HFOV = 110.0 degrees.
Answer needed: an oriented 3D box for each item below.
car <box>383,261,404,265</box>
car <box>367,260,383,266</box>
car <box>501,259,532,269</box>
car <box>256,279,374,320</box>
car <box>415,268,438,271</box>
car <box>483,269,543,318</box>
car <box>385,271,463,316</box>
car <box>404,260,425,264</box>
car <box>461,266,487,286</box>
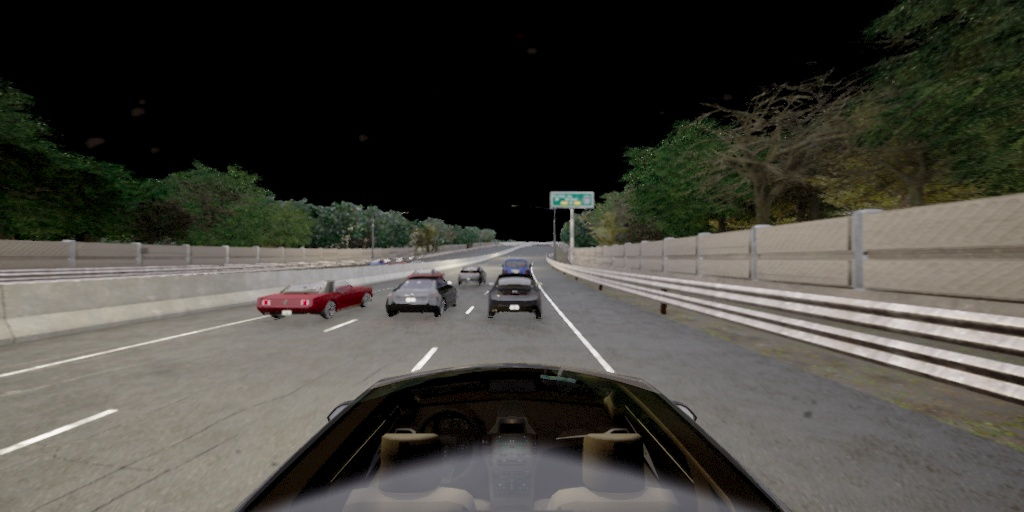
[{"bbox_3d":[-19.479,1.478,60.757,1.895,1.301,4.718,0,1,3],"label":"car"},{"bbox_3d":[-22.976,1.401,60.928,1.812,1.442,4.674,0,1,3],"label":"car"},{"bbox_3d":[0.355,1.242,27.467,2.150,2.045,5.566,0,0,2],"label":"car"},{"bbox_3d":[-6.885,1.492,13.268,1.895,1.301,4.718,0,-1,1],"label":"car"},{"bbox_3d":[-6.624,1.619,28.162,1.895,1.301,4.718,0,0,2],"label":"car"},{"bbox_3d":[0.128,1.405,13.757,1.837,1.490,4.892,0,-1,1],"label":"car"},{"bbox_3d":[-3.366,1.467,14.092,1.994,1.385,4.181,0,-1,1],"label":"car"},{"bbox_3d":[-15.982,1.425,60.690,2.033,1.411,5.357,0,1,3],"label":"car"},{"bbox_3d":[-3.104,1.514,28.684,2.128,1.511,4.902,0,0,2],"label":"car"}]
